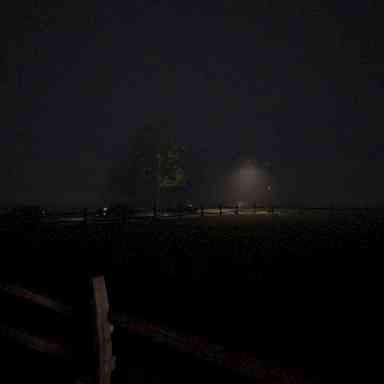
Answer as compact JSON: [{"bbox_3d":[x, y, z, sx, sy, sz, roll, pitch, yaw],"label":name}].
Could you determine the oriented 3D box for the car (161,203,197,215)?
[{"bbox_3d":[-1.520,2.065,42.371,2.033,1.411,5.357,0,-1,38],"label":"car"}]

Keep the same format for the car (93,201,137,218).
[{"bbox_3d":[-7.852,1.719,34.216,2.097,1.767,4.553,0,-1,38],"label":"car"}]

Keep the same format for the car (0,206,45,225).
[{"bbox_3d":[-13.920,1.784,26.401,1.994,1.385,4.181,0,-1,37],"label":"car"}]

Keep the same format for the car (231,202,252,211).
[{"bbox_3d":[8.092,2.341,54.603,1.994,1.385,4.181,0,-1,38],"label":"car"}]
